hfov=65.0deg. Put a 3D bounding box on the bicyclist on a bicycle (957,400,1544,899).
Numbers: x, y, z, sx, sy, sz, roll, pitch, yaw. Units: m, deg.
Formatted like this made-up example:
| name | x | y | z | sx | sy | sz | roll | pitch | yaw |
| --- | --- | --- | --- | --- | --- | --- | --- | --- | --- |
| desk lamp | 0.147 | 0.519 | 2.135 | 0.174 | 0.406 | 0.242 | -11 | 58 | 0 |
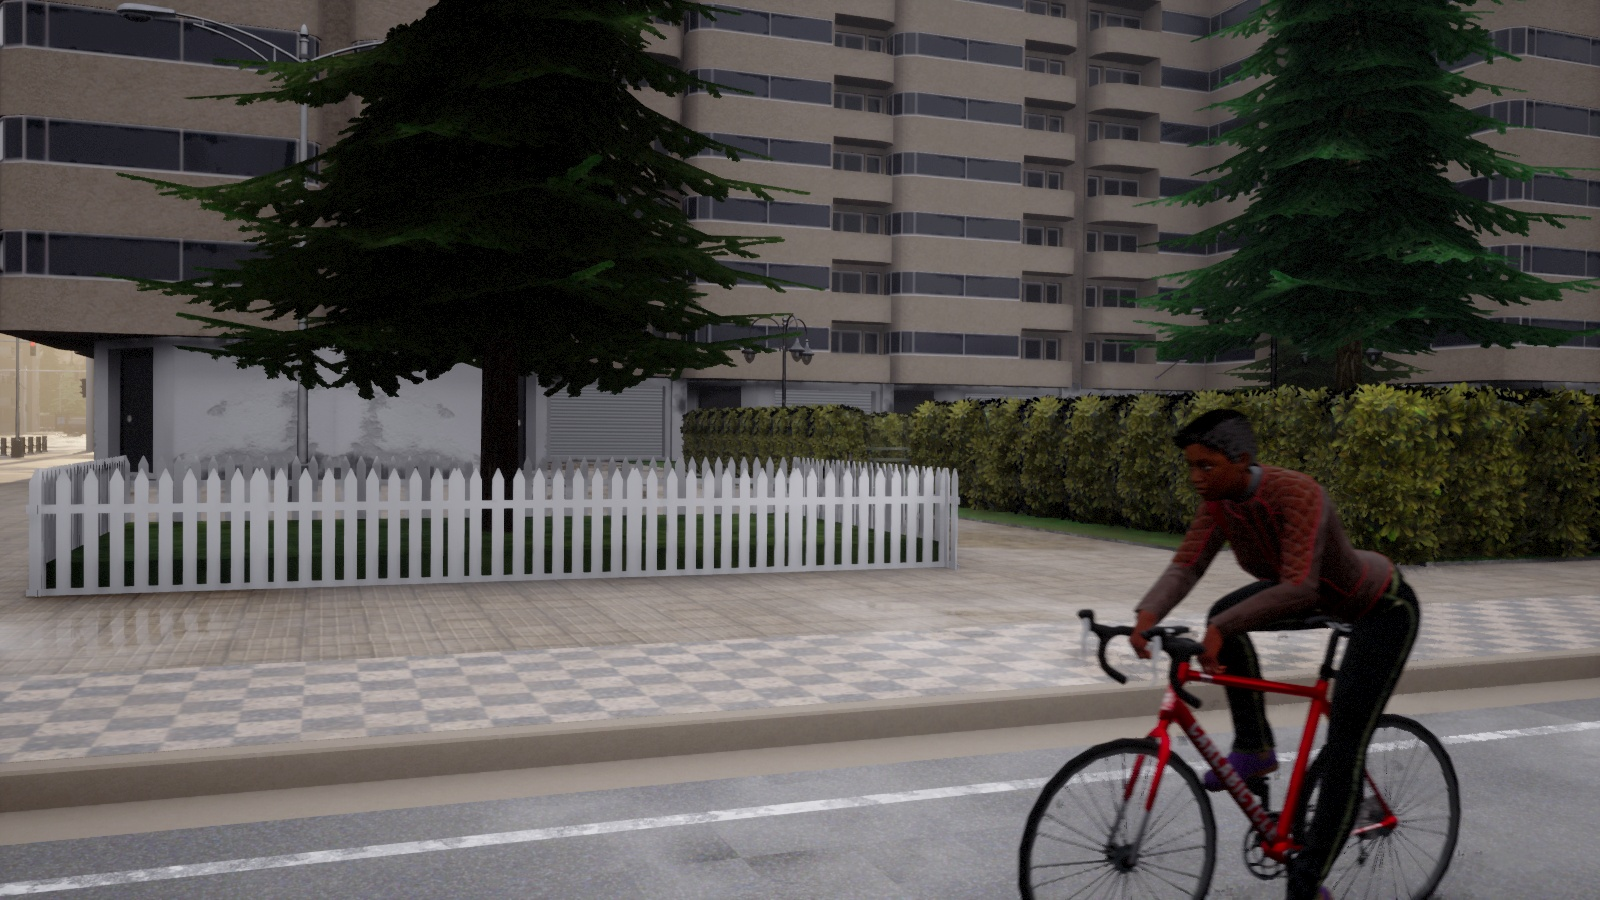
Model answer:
| name | x | y | z | sx | sy | sz | roll | pitch | yaw |
| --- | --- | --- | --- | --- | --- | --- | --- | --- | --- |
| bicyclist on a bicycle | 1.354 | 0.675 | 3.753 | 1.656 | 1.620 | 0.582 | -1 | 1 | -21 |
